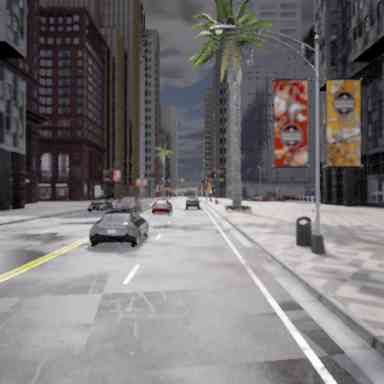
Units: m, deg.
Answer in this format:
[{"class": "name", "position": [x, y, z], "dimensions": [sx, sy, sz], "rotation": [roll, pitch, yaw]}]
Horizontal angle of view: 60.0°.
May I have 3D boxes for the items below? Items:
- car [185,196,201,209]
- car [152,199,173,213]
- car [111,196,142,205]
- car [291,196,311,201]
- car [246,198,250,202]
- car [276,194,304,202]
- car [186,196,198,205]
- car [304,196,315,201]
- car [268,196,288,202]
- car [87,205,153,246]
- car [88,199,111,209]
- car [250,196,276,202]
[{"class": "car", "position": [0.109, 1.436, 43.506], "dimensions": [1.837, 1.490, 4.892], "rotation": [0, 0, 0]}, {"class": "car", "position": [-3.143, 1.486, 35.725], "dimensions": [1.994, 1.385, 4.181], "rotation": [0, 0, 0]}, {"class": "car", "position": [-6.581, 1.273, 34.801], "dimensions": [2.097, 1.767, 4.553], "rotation": [0, 0, 0]}, {"class": "car", "position": [26.480, 1.612, 80.704], "dimensions": [4.206, 1.307, 1.802], "rotation": [0, -1, -1]}, {"class": "car", "position": [15.202, 1.632, 80.531], "dimensions": [4.313, 1.339, 1.947], "rotation": [0, -1, -1]}, {"class": "car", "position": [20.968, 1.251, 72.097], "dimensions": [5.009, 1.841, 2.192], "rotation": [0, -1, -1]}, {"class": "car", "position": [0.060, 1.476, 60.165], "dimensions": [2.128, 1.511, 4.902], "rotation": [0, 0, 1]}, {"class": "car", "position": [26.607, 1.486, 72.180], "dimensions": [4.313, 1.339, 1.947], "rotation": [0, -1, -1]}, {"class": "car", "position": [20.842, 1.613, 80.617], "dimensions": [4.313, 1.339, 1.947], "rotation": [0, -1, -1]}, {"class": "car", "position": [-3.147, 1.515, 15.031], "dimensions": [1.994, 1.385, 4.181], "rotation": [0, 0, 0]}, {"class": "car", "position": [-9.832, 1.487, 36.017], "dimensions": [1.994, 1.385, 4.181], "rotation": [0, 0, 0]}, {"class": "car", "position": [15.330, 1.537, 72.007], "dimensions": [4.206, 1.307, 1.802], "rotation": [0, -1, -1]}]
